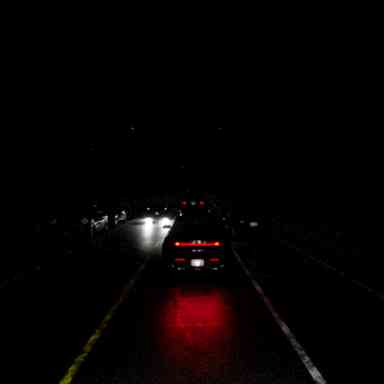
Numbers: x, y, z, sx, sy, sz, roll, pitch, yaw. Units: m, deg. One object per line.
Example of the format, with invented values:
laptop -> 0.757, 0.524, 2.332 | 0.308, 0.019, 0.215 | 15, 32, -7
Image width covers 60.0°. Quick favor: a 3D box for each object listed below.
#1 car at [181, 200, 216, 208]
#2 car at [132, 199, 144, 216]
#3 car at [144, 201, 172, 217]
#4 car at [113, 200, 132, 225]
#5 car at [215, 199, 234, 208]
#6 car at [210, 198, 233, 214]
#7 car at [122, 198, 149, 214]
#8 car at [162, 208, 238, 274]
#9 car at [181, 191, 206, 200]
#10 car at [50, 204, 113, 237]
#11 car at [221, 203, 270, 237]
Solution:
car -> 0.173, 1.457, 20.559 | 2.033, 1.411, 5.357 | 0, 0, 0
car -> -5.665, 1.427, 28.188 | 2.008, 1.369, 4.403 | -1, 0, 0
car -> -2.896, 1.470, 29.960 | 1.895, 1.301, 4.718 | 0, 0, 1
car -> -5.687, 1.465, 22.683 | 1.947, 1.339, 4.313 | -1, 0, 0
car -> 2.838, 1.445, 22.648 | 1.887, 1.381, 4.507 | -1, 0, 0
car -> 2.882, 1.399, 33.659 | 1.887, 1.381, 4.507 | -1, 0, 0
car -> -5.643, 1.398, 33.693 | 1.887, 1.381, 4.507 | -1, 0, 0
car -> 0.140, 1.456, 10.410 | 1.837, 1.490, 4.892 | 0, 0, 0
car -> 0.120, 1.087, 31.162 | 2.150, 2.045, 5.566 | 0, 0, 0
car -> -5.710, 1.363, 17.177 | 1.967, 1.590, 4.097 | -1, 0, 0
car -> 2.816, 1.490, 17.144 | 1.947, 1.339, 4.313 | -1, 0, 0
